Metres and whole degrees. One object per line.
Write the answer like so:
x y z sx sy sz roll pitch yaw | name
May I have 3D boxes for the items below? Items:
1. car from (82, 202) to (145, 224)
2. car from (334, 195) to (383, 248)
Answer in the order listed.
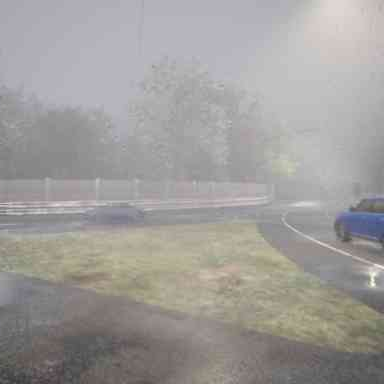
-5.417 1.417 23.173 4.181 1.385 1.994 0 0 -31 | car
7.281 1.113 12.053 2.150 2.045 5.566 0 0 -2 | car
